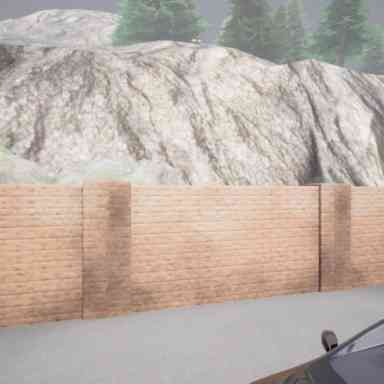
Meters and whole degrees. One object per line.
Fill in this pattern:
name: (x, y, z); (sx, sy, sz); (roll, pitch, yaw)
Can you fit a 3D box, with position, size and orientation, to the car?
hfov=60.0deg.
car: (2.067, 1.492, 1.964); (4.902, 1.511, 2.128); (0, 0, -19)
